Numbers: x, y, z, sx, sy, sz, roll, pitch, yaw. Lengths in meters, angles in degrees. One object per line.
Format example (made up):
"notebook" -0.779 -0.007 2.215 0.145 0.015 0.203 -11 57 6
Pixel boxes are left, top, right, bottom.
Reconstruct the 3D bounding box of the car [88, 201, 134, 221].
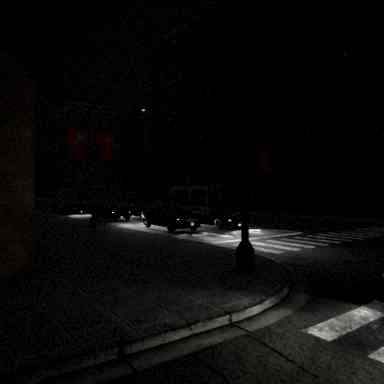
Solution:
"car" -6.857 1.693 28.221 1.895 1.301 4.718 0 0 -36

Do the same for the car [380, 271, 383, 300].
"car" 5.891 1.343 6.191 4.553 1.767 2.097 0 0 -17

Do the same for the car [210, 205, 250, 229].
"car" 1.430 1.609 22.323 2.033 1.411 5.357 0 0 -33

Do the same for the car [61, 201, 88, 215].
"car" -13.038 1.681 36.832 2.033 1.411 5.357 0 0 -35

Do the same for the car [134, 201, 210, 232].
"car" -1.410 1.548 20.646 2.128 1.511 4.902 0 0 -36

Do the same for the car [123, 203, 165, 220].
"car" -4.465 1.701 30.455 1.895 1.301 4.718 0 0 -36

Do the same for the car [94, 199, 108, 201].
"car" -10.537 1.632 38.921 2.128 1.511 4.902 0 0 -36
